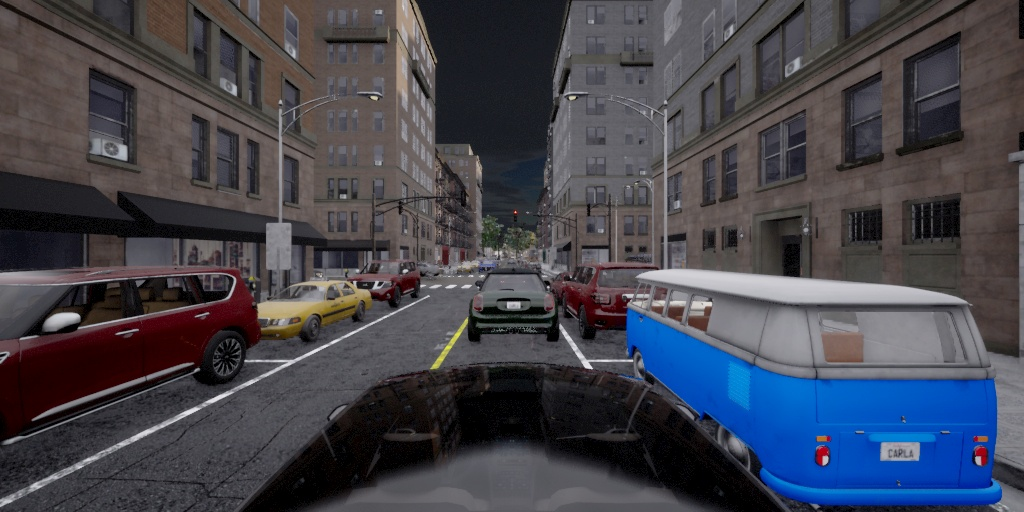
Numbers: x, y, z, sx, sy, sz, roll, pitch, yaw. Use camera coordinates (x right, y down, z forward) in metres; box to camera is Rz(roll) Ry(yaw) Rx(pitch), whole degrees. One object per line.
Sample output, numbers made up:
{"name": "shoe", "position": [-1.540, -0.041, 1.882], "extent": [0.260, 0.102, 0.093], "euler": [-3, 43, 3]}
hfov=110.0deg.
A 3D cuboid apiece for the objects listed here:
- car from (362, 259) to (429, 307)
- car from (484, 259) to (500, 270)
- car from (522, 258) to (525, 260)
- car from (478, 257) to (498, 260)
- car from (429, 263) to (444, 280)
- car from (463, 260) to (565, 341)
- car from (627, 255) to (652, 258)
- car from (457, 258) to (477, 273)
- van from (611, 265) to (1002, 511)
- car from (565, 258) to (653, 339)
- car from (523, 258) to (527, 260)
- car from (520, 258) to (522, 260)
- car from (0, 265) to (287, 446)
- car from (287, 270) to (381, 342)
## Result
{"name": "car", "position": [-5.418, 1.064, 15.633], "extent": [2.192, 1.841, 5.009], "euler": [0, 0, 0]}
{"name": "car", "position": [-2.909, 1.241, 52.854], "extent": [2.128, 1.511, 4.902], "euler": [0, 0, 0]}
{"name": "car", "position": [2.576, 1.295, 48.133], "extent": [1.888, 1.381, 4.507], "euler": [0, 0, 0]}
{"name": "car", "position": [-2.898, 1.227, 42.887], "extent": [1.882, 1.535, 5.008], "euler": [0, 0, 0]}
{"name": "car", "position": [-8.290, 1.273, 30.752], "extent": [4.902, 1.511, 2.128], "euler": [0, 0, 0]}
{"name": "car", "position": [0.023, 1.102, 10.001], "extent": [2.097, 1.767, 4.553], "euler": [0, 0, 0]}
{"name": "car", "position": [10.803, 0.915, 30.809], "extent": [5.566, 2.045, 2.150], "euler": [0, 0, 0]}
{"name": "car", "position": [-5.469, 1.274, 42.471], "extent": [1.751, 1.417, 4.829], "euler": [0, 0, 0]}
{"name": "van", "position": [2.635, 1.091, 4.285], "extent": [1.690, 1.789, 3.998], "euler": [0, 0, 0]}
{"name": "car", "position": [2.627, 1.065, 9.964], "extent": [2.192, 1.841, 5.009], "euler": [0, 0, 0]}
{"name": "car", "position": [2.584, 1.300, 42.652], "extent": [2.007, 1.370, 4.403], "euler": [0, 0, 0]}
{"name": "car", "position": [2.569, 1.300, 53.615], "extent": [2.007, 1.370, 4.403], "euler": [0, 0, 0]}
{"name": "car", "position": [-5.401, 1.065, 4.277], "extent": [2.192, 1.841, 5.009], "euler": [0, 0, 0]}
{"name": "car", "position": [-5.410, 1.275, 9.784], "extent": [1.751, 1.417, 4.829], "euler": [0, 0, 0]}
